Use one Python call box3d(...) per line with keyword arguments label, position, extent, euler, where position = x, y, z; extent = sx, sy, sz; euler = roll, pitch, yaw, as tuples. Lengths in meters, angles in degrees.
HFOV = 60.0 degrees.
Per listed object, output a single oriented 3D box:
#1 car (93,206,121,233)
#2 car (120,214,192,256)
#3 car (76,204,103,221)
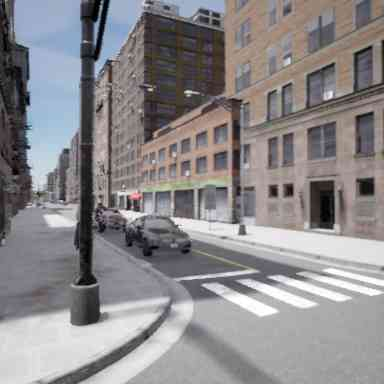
box3d(label="car", position=(-5.837, 1.958, 23.424), extent=(1.812, 1.442, 4.674), euler=(1, -1, -25))
box3d(label="car", position=(-1.610, 1.785, 14.526), extent=(1.812, 1.442, 4.674), euler=(1, -1, -24))
box3d(label="car", position=(-10.087, 2.177, 32.428), extent=(1.994, 1.385, 4.181), euler=(1, -1, -25))
